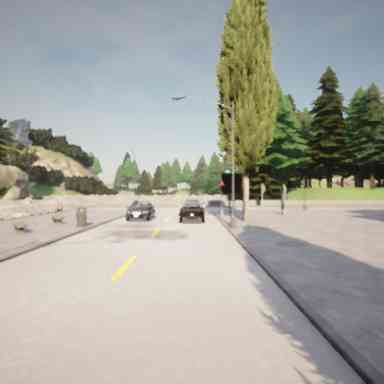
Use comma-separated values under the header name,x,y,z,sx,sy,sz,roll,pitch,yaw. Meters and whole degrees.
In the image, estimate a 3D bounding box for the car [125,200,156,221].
name,x,y,z,sx,sy,sz,roll,pitch,yaw
car,-3.996,1.438,26.329,2.128,1.511,4.902,0,0,0

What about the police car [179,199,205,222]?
name,x,y,z,sx,sy,sz,roll,pitch,yaw
police car,0.015,1.373,25.617,1.930,1.638,5.238,0,0,0
